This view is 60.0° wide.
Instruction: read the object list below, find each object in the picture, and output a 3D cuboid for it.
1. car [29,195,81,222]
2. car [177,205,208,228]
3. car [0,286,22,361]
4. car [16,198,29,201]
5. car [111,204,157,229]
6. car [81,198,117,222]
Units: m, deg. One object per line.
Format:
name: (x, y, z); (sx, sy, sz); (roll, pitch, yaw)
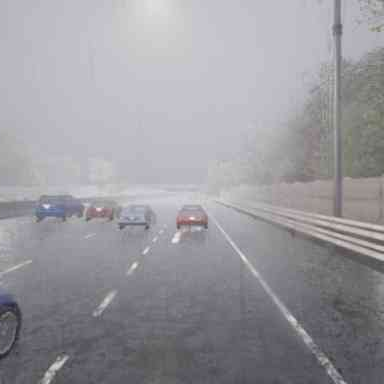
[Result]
car: (-10.383, 1.211, 26.485); (2.150, 2.045, 5.566); (0, 0, 0)
car: (0.014, 1.552, 22.107); (1.994, 1.385, 4.181); (0, 0, 0)
car: (-3.398, 1.524, 2.937); (1.812, 1.442, 4.674); (0, 0, 0)
car: (-21.043, 1.493, 41.844); (2.128, 1.511, 4.902); (0, 0, 0)
car: (-3.389, 1.536, 21.309); (2.033, 1.411, 5.357); (0, 0, 0)
car: (-6.884, 1.341, 26.706); (2.097, 1.767, 4.553); (0, 0, 0)
